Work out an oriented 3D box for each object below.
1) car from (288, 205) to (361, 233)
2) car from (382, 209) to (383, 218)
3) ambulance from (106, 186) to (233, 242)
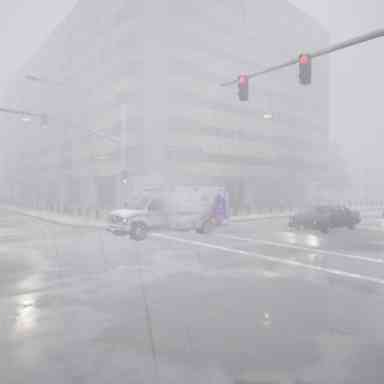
[{"bbox_3d":[7.815,1.462,19.240,5.357,1.411,2.033,0,1,-40],"label":"car"},{"bbox_3d":[17.162,1.453,26.993,4.181,1.385,1.994,0,1,-39],"label":"car"},{"bbox_3d":[-0.959,0.927,16.369,6.366,2.431,2.351,0,0,-40],"label":"ambulance"}]
